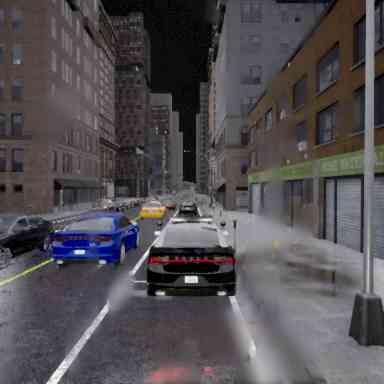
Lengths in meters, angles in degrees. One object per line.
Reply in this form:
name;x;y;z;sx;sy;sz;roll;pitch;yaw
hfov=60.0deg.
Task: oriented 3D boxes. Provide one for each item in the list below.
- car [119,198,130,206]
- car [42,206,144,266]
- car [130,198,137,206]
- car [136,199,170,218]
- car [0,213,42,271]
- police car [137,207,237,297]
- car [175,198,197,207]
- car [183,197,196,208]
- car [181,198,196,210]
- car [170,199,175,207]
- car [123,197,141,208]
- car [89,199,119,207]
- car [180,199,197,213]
car;-8.918;1.567;38.589;1.947;1.339;4.313;-1;0;0
car;-3.048;1.475;11.507;1.882;1.535;5.008;0;0;0
car;-8.918;1.554;44.095;2.008;1.369;4.403;-1;0;0
car;-3.143;1.454;27.890;1.801;1.575;5.366;0;0;0
car;-6.245;1.489;10.950;2.128;1.511;4.902;0;0;0
police car;-0.011;1.423;8.761;1.930;1.638;5.238;0;0;0
car;-0.393;1.565;33.084;1.947;1.339;4.313;-1;0;0
car;-0.393;1.550;49.600;1.887;1.381;4.507;-1;0;0
car;-0.393;1.548;44.094;1.887;1.381;4.507;-1;0;0
car;-3.046;1.566;42.269;1.994;1.385;4.181;0;0;0
car;-8.918;1.549;49.600;1.887;1.381;4.507;-1;0;0
car;-8.920;1.439;33.084;1.967;1.590;4.097;-1;0;0
car;-0.393;1.546;38.589;1.887;1.381;4.507;-1;0;0
